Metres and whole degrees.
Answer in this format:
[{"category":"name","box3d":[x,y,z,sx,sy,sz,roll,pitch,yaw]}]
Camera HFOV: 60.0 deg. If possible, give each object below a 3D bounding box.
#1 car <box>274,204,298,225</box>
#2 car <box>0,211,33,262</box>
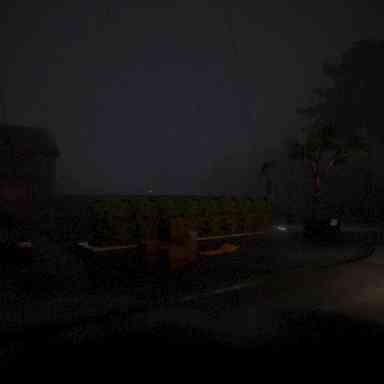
[{"category":"car","box3d":[5.310,1.478,24.280,1.882,1.535,5.008,0,0,-35]},{"category":"car","box3d":[-6.477,1.356,10.777,2.033,1.415,5.357,0,0,-33]}]
